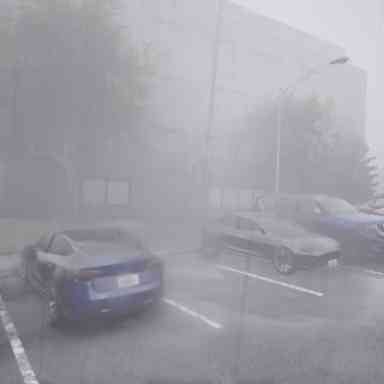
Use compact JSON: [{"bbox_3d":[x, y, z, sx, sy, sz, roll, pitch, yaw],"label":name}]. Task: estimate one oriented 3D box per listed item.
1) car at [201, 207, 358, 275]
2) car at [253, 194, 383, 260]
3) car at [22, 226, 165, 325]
[{"bbox_3d":[2.223,1.419,10.471,2.163,1.488,4.792,-1,0,-35],"label":"car"},{"bbox_3d":[4.502,1.106,12.080,2.435,2.045,5.566,-1,0,-35],"label":"car"},{"bbox_3d":[-2.376,1.484,7.297,2.163,1.488,4.792,-1,0,-35],"label":"car"}]
